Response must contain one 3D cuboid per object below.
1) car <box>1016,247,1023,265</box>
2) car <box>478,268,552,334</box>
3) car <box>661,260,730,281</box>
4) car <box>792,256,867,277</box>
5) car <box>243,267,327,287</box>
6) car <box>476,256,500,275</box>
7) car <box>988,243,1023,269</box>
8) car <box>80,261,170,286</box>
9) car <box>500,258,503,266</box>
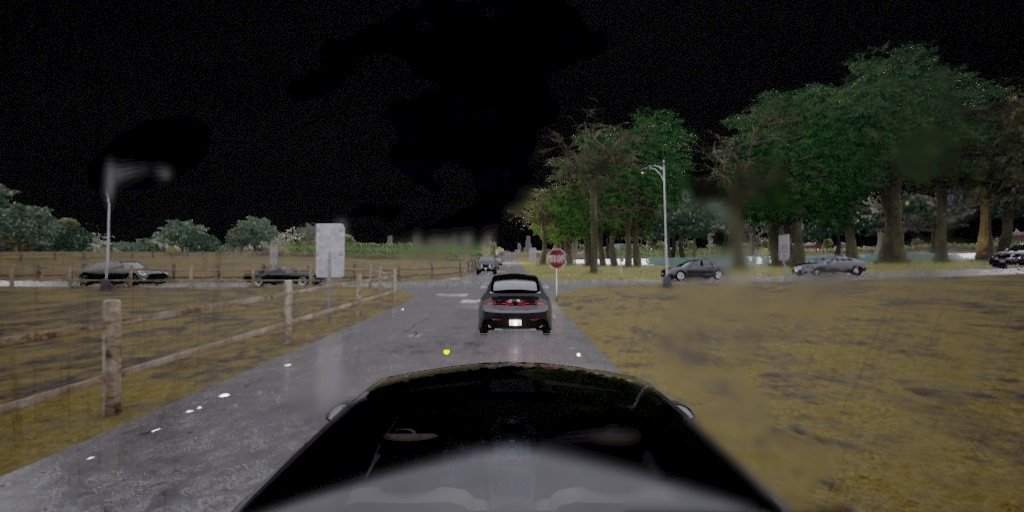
[{"bbox_3d":[38.973,0.213,24.772,4.902,1.511,2.128,-2,-1,0],"label":"car"},{"bbox_3d":[0.086,1.276,10.662,1.837,1.490,4.892,0,0,0],"label":"car"},{"bbox_3d":[14.039,1.086,27.640,4.892,1.490,1.837,-1,-1,0],"label":"car"},{"bbox_3d":[24.402,0.802,27.671,4.902,1.511,2.128,-2,-1,0],"label":"car"},{"bbox_3d":[-15.465,1.398,24.649,4.718,1.301,1.895,0,-1,-2],"label":"car"},{"bbox_3d":[-2.811,1.011,40.652,2.150,2.045,5.566,0,0,-1],"label":"car"},{"bbox_3d":[40.636,-0.057,27.706,5.566,2.045,2.150,-2,-1,0],"label":"car"},{"bbox_3d":[-26.383,1.139,24.580,4.553,1.767,2.097,0,-1,0],"label":"car"},{"bbox_3d":[-2.818,1.226,53.079,2.128,1.511,4.902,0,0,0],"label":"car"}]
